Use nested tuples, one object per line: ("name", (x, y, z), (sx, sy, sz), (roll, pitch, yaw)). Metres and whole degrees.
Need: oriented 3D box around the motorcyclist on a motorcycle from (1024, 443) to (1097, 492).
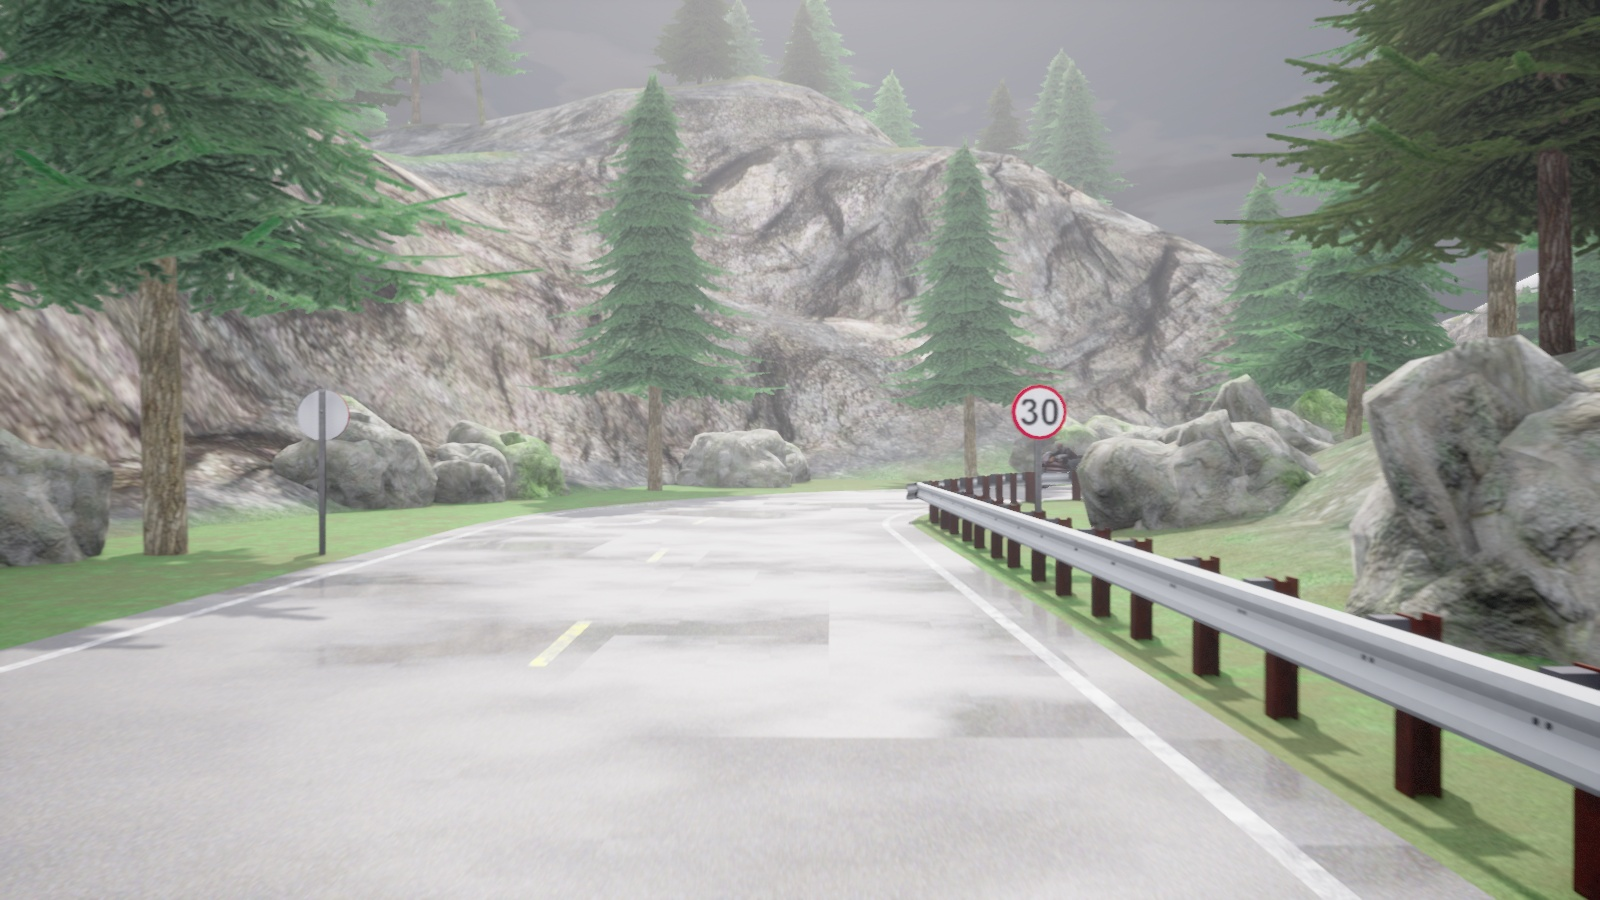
("motorcyclist on a motorcycle", (8.411, 0.560, 40.513), (2.191, 1.530, 0.866), (0, 1, -22))
